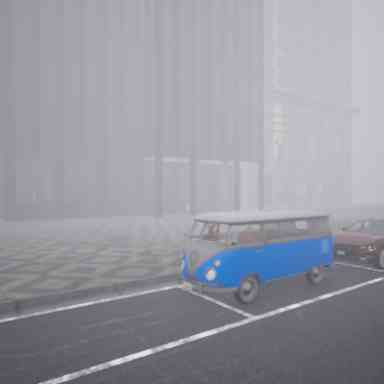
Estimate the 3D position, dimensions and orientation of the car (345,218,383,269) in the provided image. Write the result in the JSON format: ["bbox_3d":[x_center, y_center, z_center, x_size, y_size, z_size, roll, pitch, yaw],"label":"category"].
[{"bbox_3d":[6.217,1.541,11.095,4.507,1.381,1.887,0,0,-36],"label":"car"}]

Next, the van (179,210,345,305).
[{"bbox_3d":[1.626,1.339,7.817,3.998,1.788,1.690,0,0,-36],"label":"van"}]
